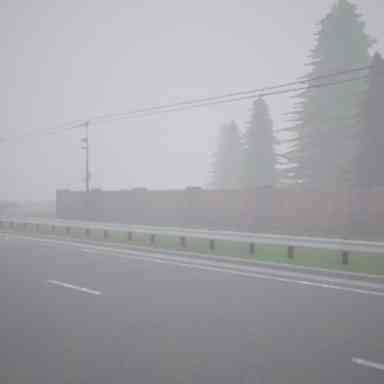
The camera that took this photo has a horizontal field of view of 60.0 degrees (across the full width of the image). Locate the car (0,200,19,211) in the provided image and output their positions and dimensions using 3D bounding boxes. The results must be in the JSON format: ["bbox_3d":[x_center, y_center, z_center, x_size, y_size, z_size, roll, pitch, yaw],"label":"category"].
[{"bbox_3d":[-25.879,1.830,44.388,5.008,1.535,1.882,0,0,-21],"label":"car"}]
